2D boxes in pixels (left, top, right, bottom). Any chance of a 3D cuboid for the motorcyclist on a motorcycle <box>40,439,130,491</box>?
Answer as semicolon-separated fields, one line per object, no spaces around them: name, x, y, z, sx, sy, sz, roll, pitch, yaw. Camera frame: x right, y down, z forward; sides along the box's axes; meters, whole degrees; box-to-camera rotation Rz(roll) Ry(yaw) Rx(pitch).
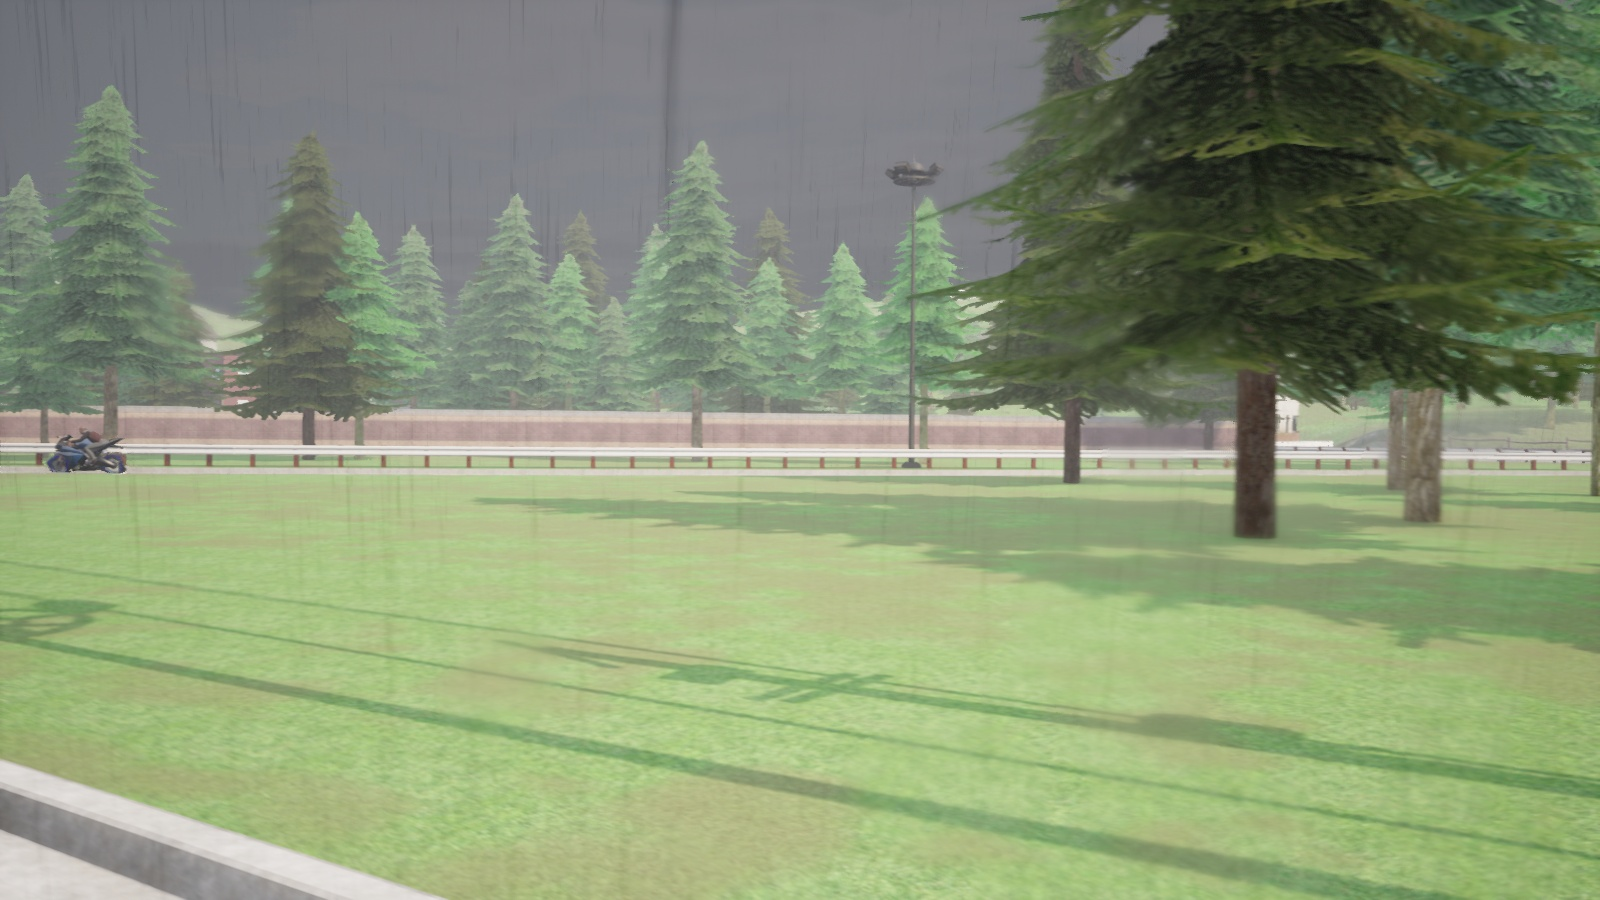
motorcyclist on a motorcycle;-21.583;0.444;37.955;2.191;1.530;0.866;-1;1;-6
